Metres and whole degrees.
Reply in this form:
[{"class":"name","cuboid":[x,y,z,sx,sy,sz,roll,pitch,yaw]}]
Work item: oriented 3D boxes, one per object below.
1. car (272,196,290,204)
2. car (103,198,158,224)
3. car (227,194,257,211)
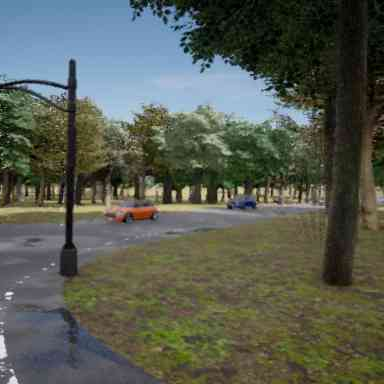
[{"class":"car","cuboid":[15.003,1.410,55.836,1.882,1.535,5.008,3,0,33]},{"class":"car","cuboid":[-4.639,1.393,25.630,2.097,1.767,4.553,3,1,33]},{"class":"car","cuboid":[6.552,1.345,42.930,2.150,2.045,5.566,3,1,33]}]
